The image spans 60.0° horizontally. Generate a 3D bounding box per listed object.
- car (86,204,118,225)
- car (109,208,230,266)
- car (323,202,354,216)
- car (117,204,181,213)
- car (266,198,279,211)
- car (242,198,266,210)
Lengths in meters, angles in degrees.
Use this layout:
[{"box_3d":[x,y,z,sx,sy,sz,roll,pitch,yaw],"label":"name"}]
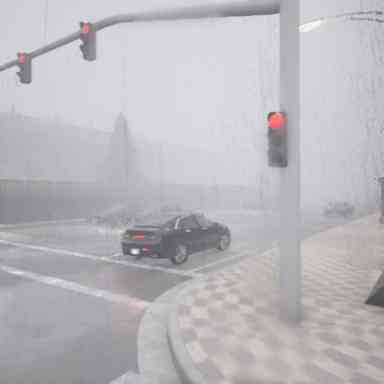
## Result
[{"box_3d":[-4.839,1.535,23.781,2.033,1.411,5.357,0,0,36],"label":"car"},{"box_3d":[-0.345,1.465,11.650,1.837,1.490,4.892,-2,-1,33],"label":"car"},{"box_3d":[14.171,1.562,31.936,1.895,1.301,4.718,0,0,36],"label":"car"},{"box_3d":[-1.983,1.527,21.756,2.033,1.411,5.357,0,0,36],"label":"car"},{"box_3d":[11.125,1.330,39.994,2.097,1.767,4.553,0,0,36],"label":"car"},{"box_3d":[8.038,1.494,41.699,1.837,1.490,4.892,0,-1,36],"label":"car"}]
